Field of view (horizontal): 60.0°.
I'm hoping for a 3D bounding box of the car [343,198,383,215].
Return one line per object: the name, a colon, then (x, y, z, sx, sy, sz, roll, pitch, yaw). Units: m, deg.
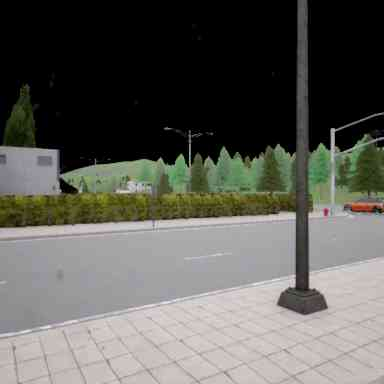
car: (18.428, 1.394, 35.110, 2.097, 1.767, 4.553, 0, 0, -34)
